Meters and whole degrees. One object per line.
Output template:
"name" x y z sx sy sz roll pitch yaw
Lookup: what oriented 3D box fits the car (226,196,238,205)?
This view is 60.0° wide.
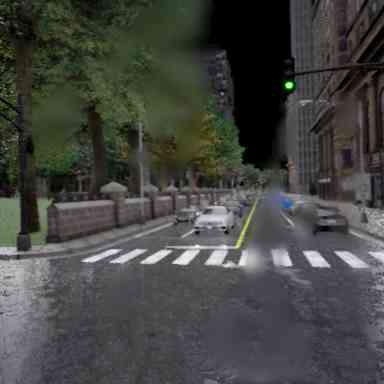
"car" 7.445 1.509 61.845 1.752 1.417 4.829 -2 0 12

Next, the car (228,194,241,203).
"car" 8.569 1.283 67.320 2.192 1.841 5.009 -2 0 12

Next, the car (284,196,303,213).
"car" 9.276 1.364 28.585 1.752 1.417 4.829 -2 0 12

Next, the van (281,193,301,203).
"van" 10.333 1.168 33.727 1.690 1.788 3.998 -2 0 12

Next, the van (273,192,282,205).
"van" 14.719 1.112 54.960 1.690 1.788 3.998 -2 0 12

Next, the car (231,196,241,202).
"car" 9.673 1.517 72.628 1.947 1.339 4.313 -2 0 12

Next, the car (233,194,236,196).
"car" 5.280 1.329 51.396 2.192 1.841 5.009 -2 0 12

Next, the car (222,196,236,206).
"car" 6.348 1.525 56.537 1.752 1.417 4.829 -2 0 12

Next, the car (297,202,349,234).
"car" 7.050 1.428 17.801 1.947 1.339 4.313 -2 0 12

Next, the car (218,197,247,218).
"car" 3.722 1.500 30.617 1.837 1.490 4.892 -2 0 12

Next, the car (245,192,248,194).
"car" 14.055 1.316 93.861 1.967 1.590 4.097 -2 0 12

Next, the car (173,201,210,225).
"car" -0.196 1.631 24.854 2.008 1.369 4.403 -2 0 12

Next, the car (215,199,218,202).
"car" 0.897 1.508 30.162 1.967 1.590 4.097 -2 0 12

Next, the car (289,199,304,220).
"car" 8.147 1.417 23.110 1.947 1.339 4.313 -2 0 12

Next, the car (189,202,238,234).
"car" 1.416 1.544 19.487 1.812 1.442 4.674 -2 0 13

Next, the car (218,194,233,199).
"car" 4.187 1.469 46.087 1.967 1.590 4.097 -2 0 12

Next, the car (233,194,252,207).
"car" 7.682 1.493 49.519 2.033 1.411 5.357 -2 0 12
